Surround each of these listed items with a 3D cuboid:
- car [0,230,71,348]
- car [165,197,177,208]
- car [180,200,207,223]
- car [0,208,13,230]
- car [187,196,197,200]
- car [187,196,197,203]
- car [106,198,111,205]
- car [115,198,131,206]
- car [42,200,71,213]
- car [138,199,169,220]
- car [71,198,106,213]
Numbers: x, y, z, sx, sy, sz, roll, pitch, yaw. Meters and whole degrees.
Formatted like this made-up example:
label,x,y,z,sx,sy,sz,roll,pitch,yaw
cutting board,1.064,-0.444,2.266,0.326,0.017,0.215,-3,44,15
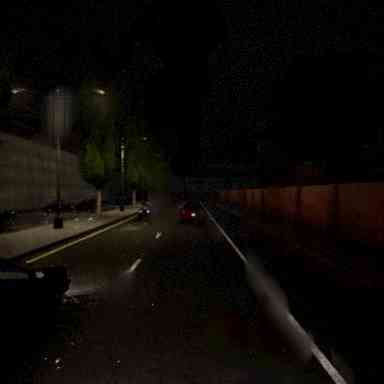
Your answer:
label,x,y,z,sx,sy,sz,roll,pitch,yaw
car,-3.400,1.552,4.365,2.033,1.411,5.357,0,0,0
car,-3.399,1.535,50.547,1.882,1.535,5.008,0,0,0
car,0.101,1.593,25.705,1.994,1.385,4.181,0,0,0
car,-11.597,1.506,17.776,2.128,1.511,4.902,0,0,0
car,0.101,1.597,43.382,2.033,1.411,5.357,0,0,0
car,0.002,1.635,72.247,1.994,1.385,4.181,0,0,0
car,-15.045,1.664,55.701,1.895,1.301,4.718,0,0,1
car,-11.549,1.627,55.897,1.994,1.385,4.181,0,0,0
car,-15.091,1.590,38.011,2.033,1.411,5.357,0,0,0
car,-3.399,1.580,28.452,2.033,1.411,5.357,0,0,0
car,-11.590,1.548,37.510,1.837,1.490,4.892,0,0,0
